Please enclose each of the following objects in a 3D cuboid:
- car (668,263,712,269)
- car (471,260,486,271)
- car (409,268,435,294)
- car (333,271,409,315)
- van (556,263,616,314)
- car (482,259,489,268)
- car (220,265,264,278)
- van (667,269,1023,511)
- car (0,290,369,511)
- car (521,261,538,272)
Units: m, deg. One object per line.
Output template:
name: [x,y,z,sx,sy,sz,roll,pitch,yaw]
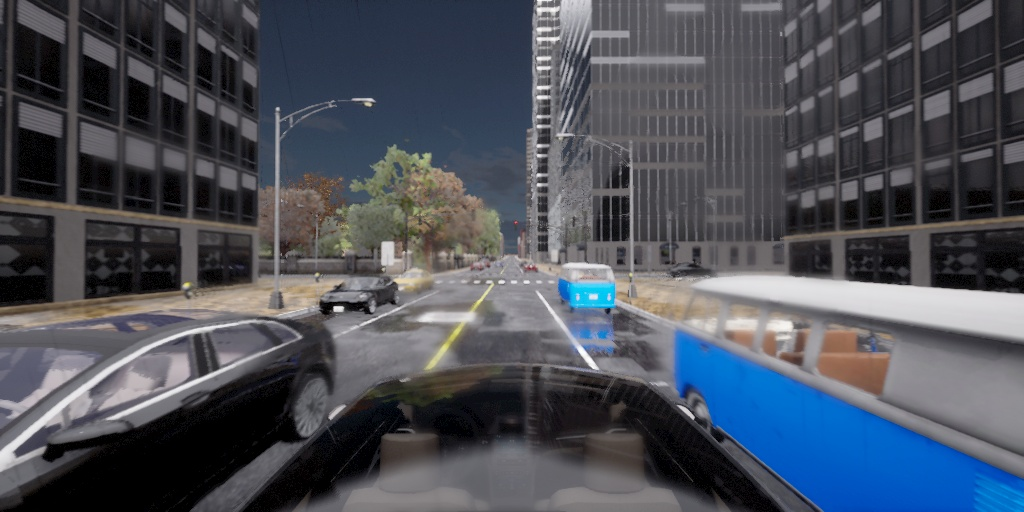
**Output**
car: [17.641,1.421,35.091,4.674,1.442,1.812,0,-1,1]
car: [-5.650,1.700,57.892,1.888,1.381,4.507,0,0,0]
car: [-5.806,1.420,21.322,1.751,1.417,4.829,0,0,0]
car: [-5.763,1.407,14.088,1.948,1.339,4.313,0,0,0]
van: [2.780,1.183,14.084,1.690,1.789,3.998,0,0,0]
car: [-5.646,1.746,63.575,2.007,1.370,4.403,0,0,0]
car: [-28.109,1.580,36.085,5.357,1.411,2.033,0,-1,1]
van: [2.691,1.099,2.687,1.690,1.789,3.998,0,0,0]
car: [-3.100,1.248,2.566,2.128,1.511,4.902,0,0,0]
car: [2.727,1.555,52.208,1.967,1.591,4.097,0,0,0]
